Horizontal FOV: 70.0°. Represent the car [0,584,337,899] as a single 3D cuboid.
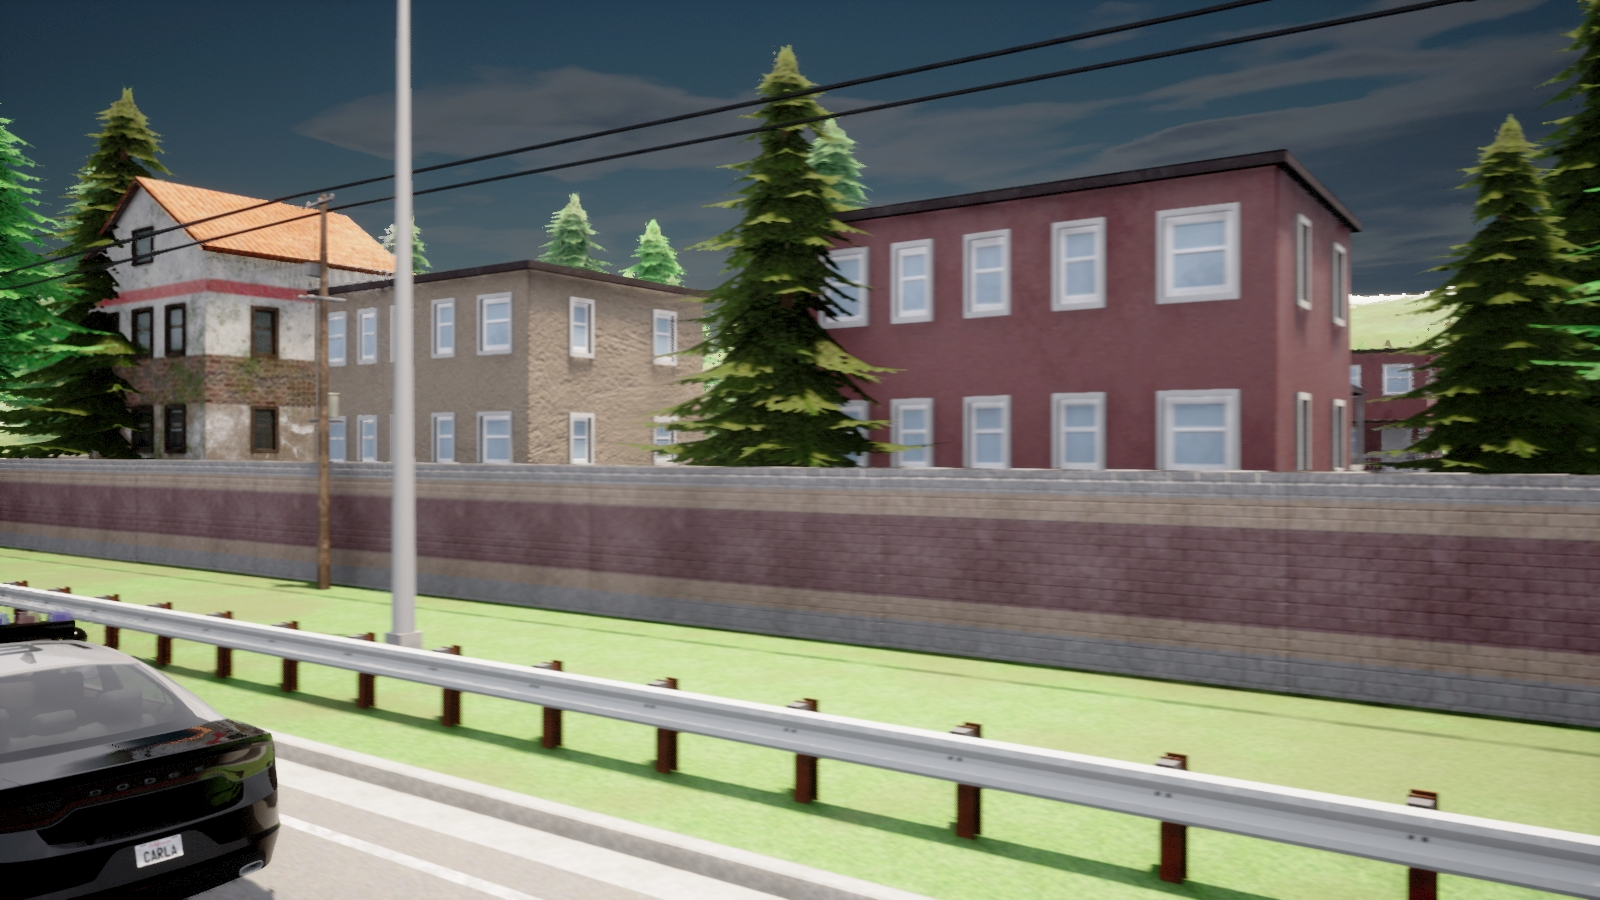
[{"bbox_3d":[-5.612,1.983,7.715,5.238,1.638,2.097,0,0,35],"label":"car"}]
